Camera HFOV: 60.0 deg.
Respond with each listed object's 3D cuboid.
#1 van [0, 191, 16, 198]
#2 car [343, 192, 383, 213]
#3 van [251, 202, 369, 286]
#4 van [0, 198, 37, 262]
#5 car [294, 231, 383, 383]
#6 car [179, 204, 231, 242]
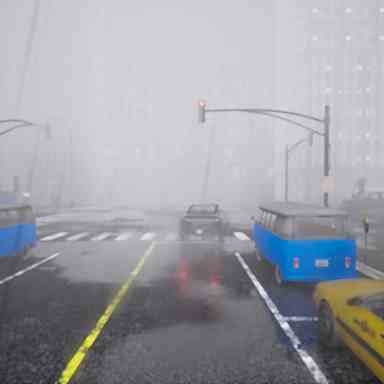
[{"bbox_3d":[-17.130,0.776,28.262,3.998,1.788,1.690,0,1,0],"label":"van"},{"bbox_3d":[15.259,0.921,28.048,5.009,1.841,2.192,0,1,0],"label":"car"},{"bbox_3d":[2.684,1.207,8.729,1.690,1.788,3.998,-1,1,0],"label":"van"},{"bbox_3d":[-5.696,1.206,8.763,1.690,1.788,3.998,-1,1,0],"label":"van"},{"bbox_3d":[2.683,1.474,3.300,1.752,1.417,4.829,-1,1,0],"label":"car"},{"bbox_3d":[0.670,1.279,15.025,2.128,1.511,4.902,0,0,9],"label":"car"}]
